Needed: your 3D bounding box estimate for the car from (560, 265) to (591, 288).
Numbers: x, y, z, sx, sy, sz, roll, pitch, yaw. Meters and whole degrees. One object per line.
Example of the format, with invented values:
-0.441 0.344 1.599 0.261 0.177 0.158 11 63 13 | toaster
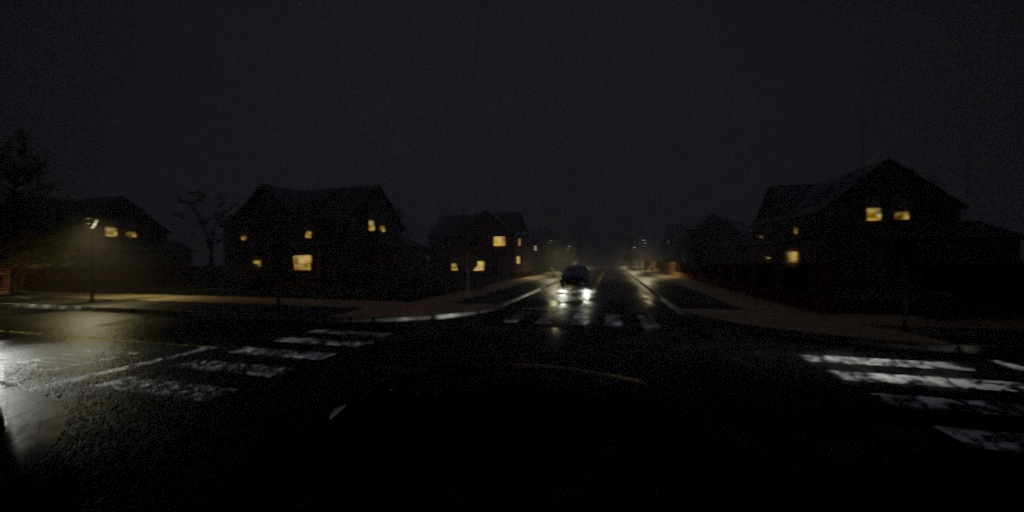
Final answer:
4.652 1.405 25.887 1.882 1.535 5.008 -1 0 15 | car
